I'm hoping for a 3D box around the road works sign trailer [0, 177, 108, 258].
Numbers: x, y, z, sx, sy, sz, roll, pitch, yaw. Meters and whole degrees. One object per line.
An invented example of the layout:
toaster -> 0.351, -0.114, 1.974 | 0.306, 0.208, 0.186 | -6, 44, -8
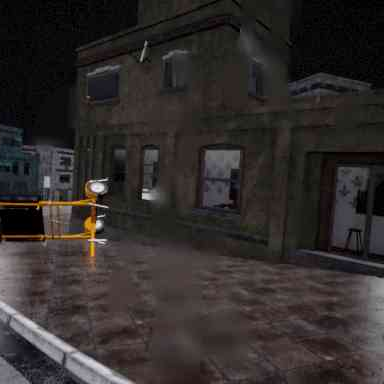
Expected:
road works sign trailer -> -4.861, 1.154, 11.776 | 3.560, 2.380, 2.880 | 2, 43, -17
